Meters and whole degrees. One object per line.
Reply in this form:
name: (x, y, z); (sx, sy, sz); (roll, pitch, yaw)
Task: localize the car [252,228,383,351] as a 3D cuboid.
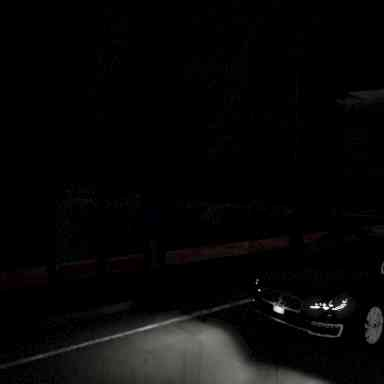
car: (3.258, 1.488, 6.275); (4.892, 1.490, 1.837); (0, 0, -35)

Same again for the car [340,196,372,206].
car: (23.451, 1.019, 47.039); (4.605, 1.855, 1.932); (0, 0, -37)

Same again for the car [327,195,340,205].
car: (21.633, 1.023, 48.819); (3.866, 1.878, 1.905); (0, 0, -37)
